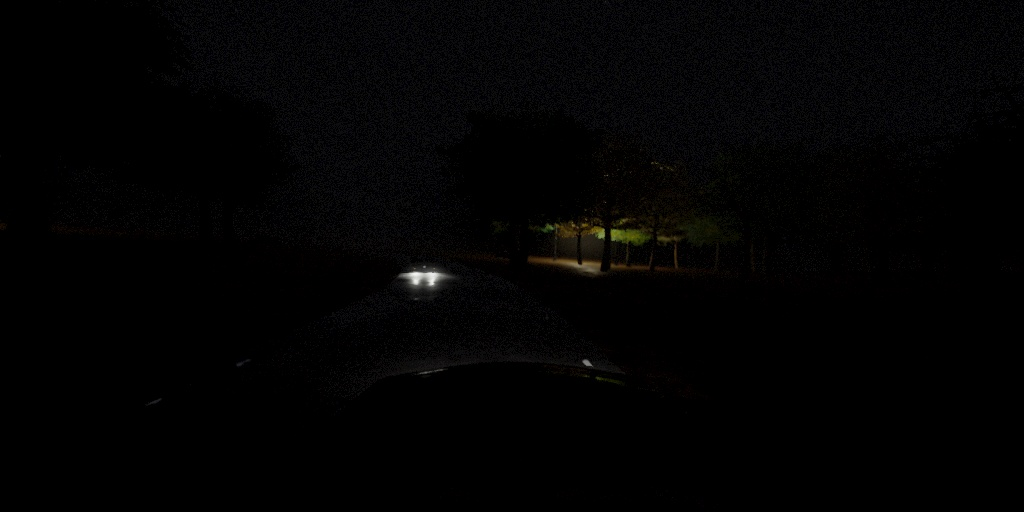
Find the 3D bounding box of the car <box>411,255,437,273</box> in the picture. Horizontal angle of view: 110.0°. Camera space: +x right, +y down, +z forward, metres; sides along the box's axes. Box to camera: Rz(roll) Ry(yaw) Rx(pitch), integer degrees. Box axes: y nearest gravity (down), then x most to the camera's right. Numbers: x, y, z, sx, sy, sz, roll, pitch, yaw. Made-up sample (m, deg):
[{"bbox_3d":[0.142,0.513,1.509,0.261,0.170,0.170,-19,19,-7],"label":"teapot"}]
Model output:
[{"bbox_3d":[-7.198,0.575,29.234,1.994,1.385,4.181,1,2,-16],"label":"car"}]
